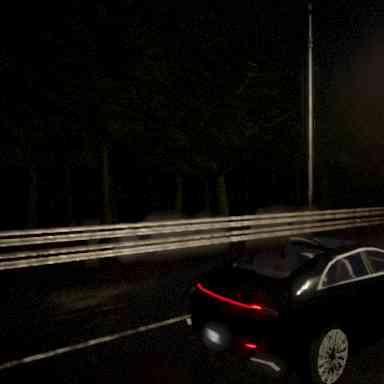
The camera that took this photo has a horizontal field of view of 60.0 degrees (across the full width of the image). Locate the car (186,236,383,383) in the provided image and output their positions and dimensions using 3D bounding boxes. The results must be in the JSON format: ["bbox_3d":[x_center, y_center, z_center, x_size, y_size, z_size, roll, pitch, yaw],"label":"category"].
[{"bbox_3d":[2.222,1.474,5.331,4.902,1.511,2.128,0,0,-35],"label":"car"}]
